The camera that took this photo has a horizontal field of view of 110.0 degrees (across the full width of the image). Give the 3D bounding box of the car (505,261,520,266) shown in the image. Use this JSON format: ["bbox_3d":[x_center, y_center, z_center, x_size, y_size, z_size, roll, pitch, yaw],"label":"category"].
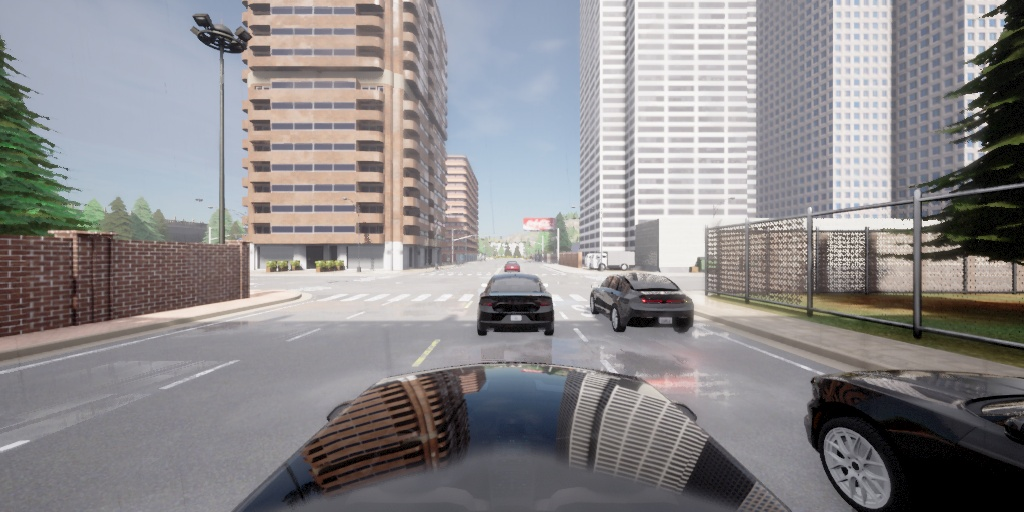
[{"bbox_3d":[0.028,1.314,45.384,1.994,1.385,4.181,0,0,-1],"label":"car"}]

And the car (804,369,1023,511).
[{"bbox_3d":[3.602,1.228,1.200,1.882,1.535,5.008,0,0,0],"label":"car"}]

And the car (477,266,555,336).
[{"bbox_3d":[0.087,1.228,10.452,1.882,1.535,5.008,0,0,0],"label":"car"}]

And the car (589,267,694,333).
[{"bbox_3d":[3.622,1.255,10.775,1.837,1.490,4.892,0,0,1],"label":"car"}]
